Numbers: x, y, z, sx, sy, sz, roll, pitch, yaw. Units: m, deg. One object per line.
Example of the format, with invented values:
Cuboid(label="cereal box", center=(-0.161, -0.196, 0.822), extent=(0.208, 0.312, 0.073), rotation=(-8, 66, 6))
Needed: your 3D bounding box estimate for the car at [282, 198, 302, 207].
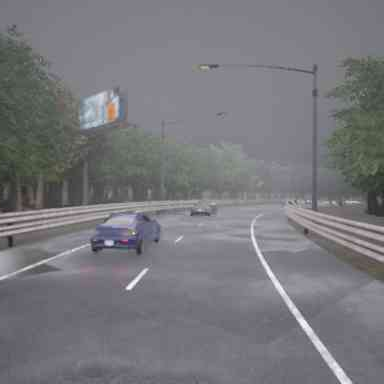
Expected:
Cuboid(label="car", center=(17.770, 1.816, 59.835), extent=(2.097, 1.767, 4.553), rotation=(0, -1, 30))

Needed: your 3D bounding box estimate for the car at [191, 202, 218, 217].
Cuboid(label="car", center=(1.250, 1.631, 32.310), extent=(1.994, 1.385, 4.181), rotation=(0, -1, 15))

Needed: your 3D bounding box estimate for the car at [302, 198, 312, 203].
Cuboid(label="car", center=(26.270, 2.114, 74.829), extent=(2.128, 1.511, 4.902), rotation=(0, -1, 41))

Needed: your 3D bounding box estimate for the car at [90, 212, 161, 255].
Cuboid(label="car", center=(-2.486, 1.511, 13.267), extent=(1.812, 1.442, 4.674), rotation=(0, 0, 6))
